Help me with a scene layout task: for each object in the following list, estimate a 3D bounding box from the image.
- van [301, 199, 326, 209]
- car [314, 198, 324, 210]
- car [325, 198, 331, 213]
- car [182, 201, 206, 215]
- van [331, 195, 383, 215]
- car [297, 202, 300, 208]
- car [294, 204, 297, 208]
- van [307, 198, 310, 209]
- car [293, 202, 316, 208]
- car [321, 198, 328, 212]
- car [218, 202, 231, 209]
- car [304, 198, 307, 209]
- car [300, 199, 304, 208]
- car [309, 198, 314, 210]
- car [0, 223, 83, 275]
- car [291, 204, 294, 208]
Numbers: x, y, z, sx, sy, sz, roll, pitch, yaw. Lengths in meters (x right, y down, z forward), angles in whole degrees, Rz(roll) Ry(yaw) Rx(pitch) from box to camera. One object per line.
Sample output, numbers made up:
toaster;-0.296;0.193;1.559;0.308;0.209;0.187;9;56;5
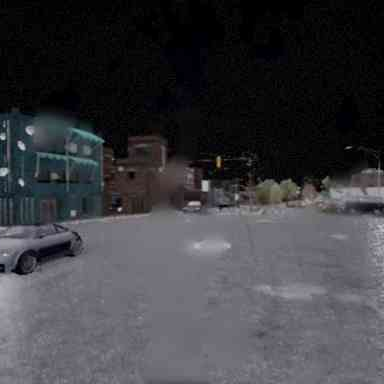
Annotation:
van;24.983;2.411;68.635;4.442;1.987;1.878;1;-2;-7
car;18.902;1.822;42.512;5.366;1.575;1.946;1;-1;-7
car;17.746;1.693;36.738;4.674;1.452;2.002;1;-2;-7
car;0.400;1.738;36.860;1.812;1.442;4.674;0;-2;13
van;16.968;1.338;33.823;4.442;1.987;1.878;1;-1;-7
car;24.457;2.286;65.760;5.566;2.045;2.435;1;-2;-7
car;25.737;2.494;71.542;5.566;2.045;2.435;1;-2;-7
van;21.645;1.950;54.130;4.442;1.987;1.878;1;-1;-7
car;29.092;3.369;86.033;5.008;1.535;2.097;1;-3;-7
car;18.420;1.780;39.633;4.674;1.452;2.002;1;-1;-7
car;5.907;2.427;60.855;1.895;1.301;4.718;0;-2;13
car;22.608;2.265;57.072;5.366;1.575;1.946;1;-2;-7
car;23.765;2.443;62.843;5.008;1.535;2.097;1;-1;-7
car;21.122;1.965;51.246;4.553;1.767;2.185;1;-1;-7
car;-5.497;1.774;11.220;1.994;1.385;4.181;-1;0;13
car;27.581;3.094;80.207;5.366;1.575;1.946;1;-2;-7
